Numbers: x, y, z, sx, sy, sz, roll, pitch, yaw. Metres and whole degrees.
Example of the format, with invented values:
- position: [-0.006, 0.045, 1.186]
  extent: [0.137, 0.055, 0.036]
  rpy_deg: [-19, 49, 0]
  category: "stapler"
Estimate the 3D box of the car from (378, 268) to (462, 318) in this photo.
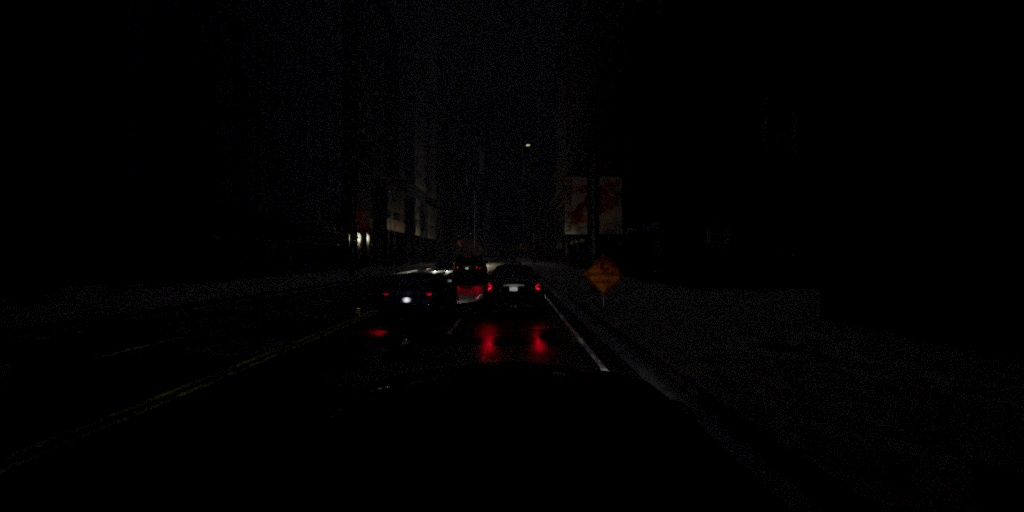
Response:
- position: [-3.183, 1.303, 12.884]
  extent: [1.994, 1.385, 4.181]
  rpy_deg: [0, 0, 0]
  category: "car"

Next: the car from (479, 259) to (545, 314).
- position: [0.071, 1.090, 13.782]
  extent: [2.097, 1.767, 4.553]
  rpy_deg: [0, 0, 0]
  category: "car"

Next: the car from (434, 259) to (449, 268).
- position: [-9.826, 1.196, 51.456]
  extent: [1.882, 1.535, 5.008]
  rpy_deg: [0, 0, 0]
  category: "car"

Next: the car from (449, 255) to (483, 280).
- position: [-3.182, 0.952, 28.142]
  extent: [2.150, 2.045, 5.566]
  rpy_deg: [0, 0, 0]
  category: "car"

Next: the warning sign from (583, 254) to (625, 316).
- position: [2.851, 0.857, 11.192]
  extent: [1.300, 1.860, 1.060]
  rpy_deg: [0, 0, 0]
  category: "warning sign"

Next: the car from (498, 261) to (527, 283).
- position: [0.073, 1.220, 29.070]
  extent: [2.128, 1.511, 4.902]
  rpy_deg: [0, 0, 0]
  category: "car"
